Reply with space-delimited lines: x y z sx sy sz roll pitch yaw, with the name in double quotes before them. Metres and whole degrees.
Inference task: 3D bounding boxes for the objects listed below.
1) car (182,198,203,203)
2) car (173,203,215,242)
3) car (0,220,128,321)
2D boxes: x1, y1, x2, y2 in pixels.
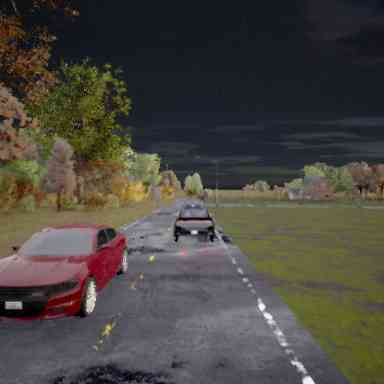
"car" 0.096 1.379 33.852 2.097 1.767 4.553 0 0 0
"car" 0.102 1.503 16.585 2.128 1.511 4.902 0 0 0
"car" -2.750 1.483 7.630 1.882 1.535 5.008 0 0 0
